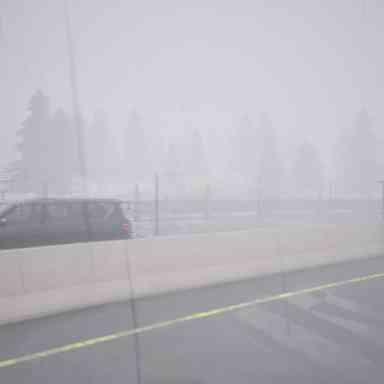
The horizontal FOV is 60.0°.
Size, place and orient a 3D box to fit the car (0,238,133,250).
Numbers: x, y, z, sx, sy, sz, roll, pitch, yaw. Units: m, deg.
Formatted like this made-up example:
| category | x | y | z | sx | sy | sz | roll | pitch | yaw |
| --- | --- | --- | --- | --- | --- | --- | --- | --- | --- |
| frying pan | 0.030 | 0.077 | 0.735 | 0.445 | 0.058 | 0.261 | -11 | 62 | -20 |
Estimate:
| category | x | y | z | sx | sy | sz | roll | pitch | yaw |
| --- | --- | --- | --- | --- | --- | --- | --- | --- | --- |
| car | -4.417 | 1.186 | 9.271 | 5.566 | 2.045 | 2.150 | 0 | 0 | -34 |
